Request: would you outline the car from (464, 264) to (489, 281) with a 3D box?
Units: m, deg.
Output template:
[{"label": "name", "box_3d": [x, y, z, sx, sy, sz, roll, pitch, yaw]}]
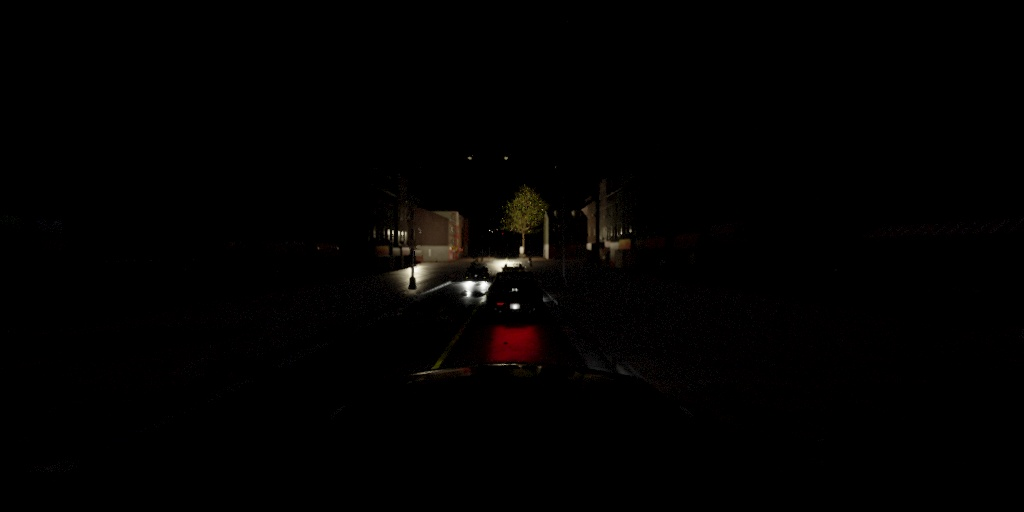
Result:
[{"label": "car", "box_3d": [-2.853, 1.381, 30.302, 1.994, 1.385, 4.181, 0, 0, 0]}]

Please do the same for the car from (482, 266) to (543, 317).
[{"label": "car", "box_3d": [0.093, 1.286, 13.319, 1.837, 1.490, 4.892, 0, 0, 0]}]

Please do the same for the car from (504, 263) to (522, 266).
[{"label": "car", "box_3d": [0.089, 1.308, 29.954, 2.128, 1.511, 4.902, 0, 0, 0]}]
